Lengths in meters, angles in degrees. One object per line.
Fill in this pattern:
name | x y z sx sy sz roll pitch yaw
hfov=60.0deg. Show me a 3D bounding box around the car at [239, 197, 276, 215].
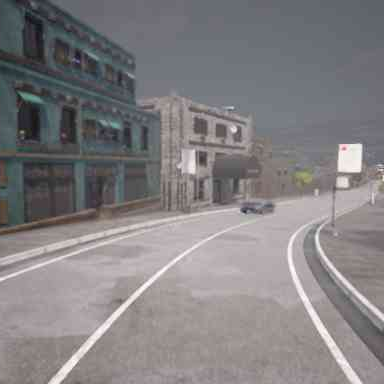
car | 6.050 1.191 29.884 2.033 1.411 5.357 3 2 30
